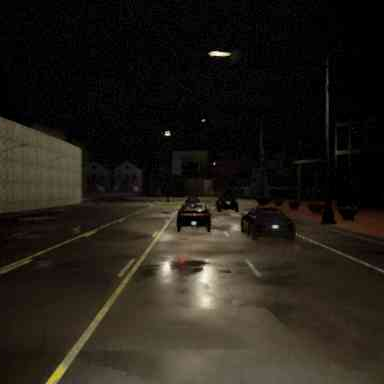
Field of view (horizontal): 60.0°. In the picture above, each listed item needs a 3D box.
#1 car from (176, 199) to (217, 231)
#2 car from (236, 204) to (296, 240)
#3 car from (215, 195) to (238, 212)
[{"bbox_3d":[0.098,1.367,19.486,2.128,1.511,4.902,0,0,0],"label":"car"},{"bbox_3d":[3.597,1.460,16.365,1.994,1.385,4.181,0,0,0],"label":"car"},{"bbox_3d":[3.597,1.129,35.100,2.097,1.767,4.553,0,0,0],"label":"car"}]
